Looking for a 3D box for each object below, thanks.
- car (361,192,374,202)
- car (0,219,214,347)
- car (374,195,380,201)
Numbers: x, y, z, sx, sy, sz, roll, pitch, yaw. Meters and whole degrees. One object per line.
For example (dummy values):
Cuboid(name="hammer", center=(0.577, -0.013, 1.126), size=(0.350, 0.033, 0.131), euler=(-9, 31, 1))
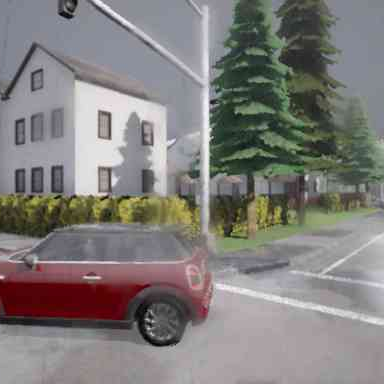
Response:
Cuboid(name="car", center=(33.309, 0.992, 66.203), size=(3.866, 1.878, 1.905), euler=(0, 0, 37))
Cuboid(name="car", center=(-1.903, 1.351, 5.999), size=(4.553, 1.767, 2.097), euler=(0, -1, 7))
Cuboid(name="car", center=(35.819, 1.270, 68.469), size=(3.806, 1.475, 1.970), euler=(0, 0, 37))
